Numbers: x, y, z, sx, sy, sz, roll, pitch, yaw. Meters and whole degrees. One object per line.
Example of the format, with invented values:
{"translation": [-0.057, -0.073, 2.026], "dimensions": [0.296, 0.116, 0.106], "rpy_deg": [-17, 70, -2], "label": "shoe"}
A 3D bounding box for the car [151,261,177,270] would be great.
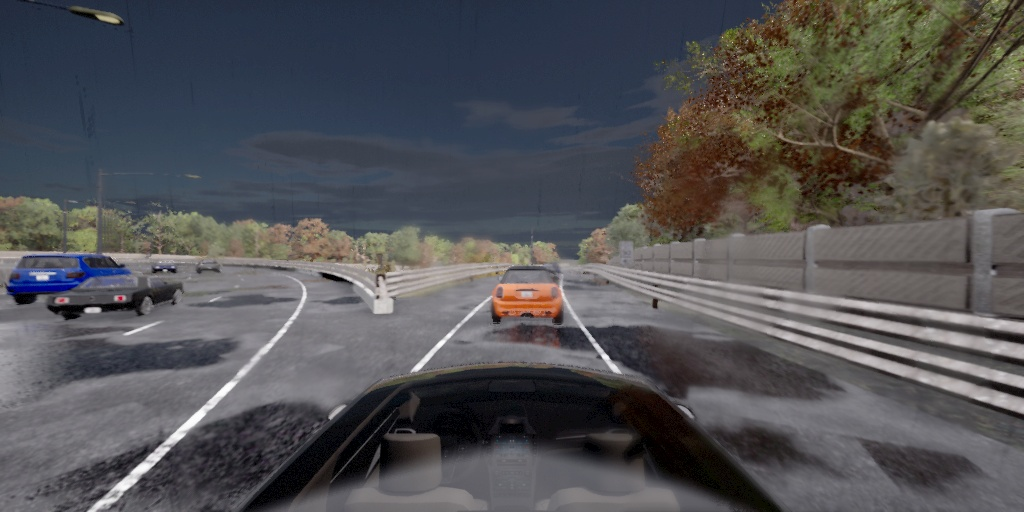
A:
{"translation": [-38.803, 1.256, 39.970], "dimensions": [4.718, 1.301, 1.895], "rpy_deg": [0, 0, 43], "label": "car"}

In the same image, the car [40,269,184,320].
{"translation": [-13.437, 1.318, 12.601], "dimensions": [1.895, 1.301, 4.718], "rpy_deg": [0, 0, -28], "label": "car"}

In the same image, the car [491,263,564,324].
{"translation": [0.553, 1.103, 12.233], "dimensions": [2.097, 1.767, 4.553], "rpy_deg": [0, 0, 3], "label": "car"}

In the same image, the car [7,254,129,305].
{"translation": [-19.395, 0.924, 16.106], "dimensions": [2.150, 2.045, 5.566], "rpy_deg": [0, 0, -30], "label": "car"}

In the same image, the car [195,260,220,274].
{"translation": [-34.453, 1.157, 40.599], "dimensions": [4.902, 1.511, 2.128], "rpy_deg": [0, 0, 44], "label": "car"}

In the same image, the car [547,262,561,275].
{"translation": [7.477, 2.284, 63.592], "dimensions": [2.150, 2.045, 5.566], "rpy_deg": [0, -4, 10], "label": "car"}
